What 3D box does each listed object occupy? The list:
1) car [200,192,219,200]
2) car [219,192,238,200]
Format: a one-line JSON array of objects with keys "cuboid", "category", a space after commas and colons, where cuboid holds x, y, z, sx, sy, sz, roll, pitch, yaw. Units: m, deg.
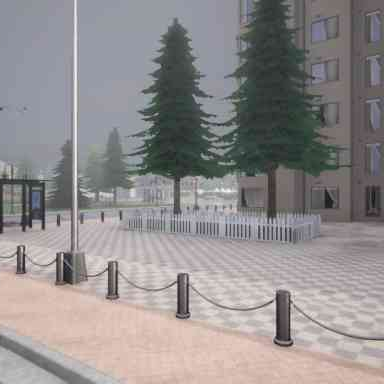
[{"cuboid": [5.155, 1.384, 91.423, 3.806, 1.475, 1.970, 0, 0, 35], "category": "car"}, {"cuboid": [9.519, 1.374, 84.721, 3.633, 1.501, 1.845, 0, 0, 35], "category": "car"}]
